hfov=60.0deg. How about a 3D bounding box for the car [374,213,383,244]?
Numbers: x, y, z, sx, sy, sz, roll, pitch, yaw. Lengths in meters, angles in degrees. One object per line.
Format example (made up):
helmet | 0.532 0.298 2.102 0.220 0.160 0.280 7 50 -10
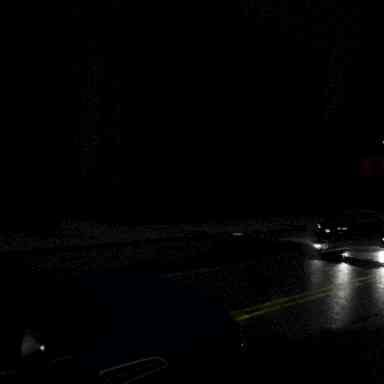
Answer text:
car | 10.426 1.770 15.111 4.181 1.385 1.994 1 -1 -35

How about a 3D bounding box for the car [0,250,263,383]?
car | -2.059 1.214 1.971 5.566 2.045 2.150 1 -1 -36

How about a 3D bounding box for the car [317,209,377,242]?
car | 8.689 1.713 17.865 4.892 1.490 1.837 1 -1 -35
